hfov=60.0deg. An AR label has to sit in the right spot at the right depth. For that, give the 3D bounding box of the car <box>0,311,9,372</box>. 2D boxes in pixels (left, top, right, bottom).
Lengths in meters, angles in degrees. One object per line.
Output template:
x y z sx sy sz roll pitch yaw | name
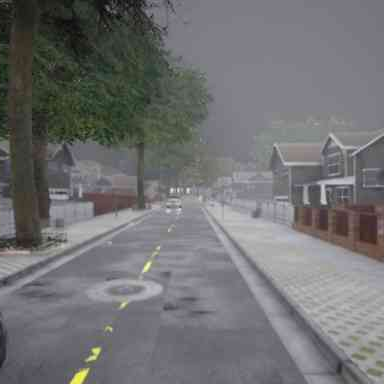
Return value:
-2.864 1.537 1.778 1.812 1.442 4.674 0 0 0 | car

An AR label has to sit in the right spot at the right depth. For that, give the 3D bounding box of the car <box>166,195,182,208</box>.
-2.772 1.451 52.445 2.150 2.045 5.566 0 0 0 | car
